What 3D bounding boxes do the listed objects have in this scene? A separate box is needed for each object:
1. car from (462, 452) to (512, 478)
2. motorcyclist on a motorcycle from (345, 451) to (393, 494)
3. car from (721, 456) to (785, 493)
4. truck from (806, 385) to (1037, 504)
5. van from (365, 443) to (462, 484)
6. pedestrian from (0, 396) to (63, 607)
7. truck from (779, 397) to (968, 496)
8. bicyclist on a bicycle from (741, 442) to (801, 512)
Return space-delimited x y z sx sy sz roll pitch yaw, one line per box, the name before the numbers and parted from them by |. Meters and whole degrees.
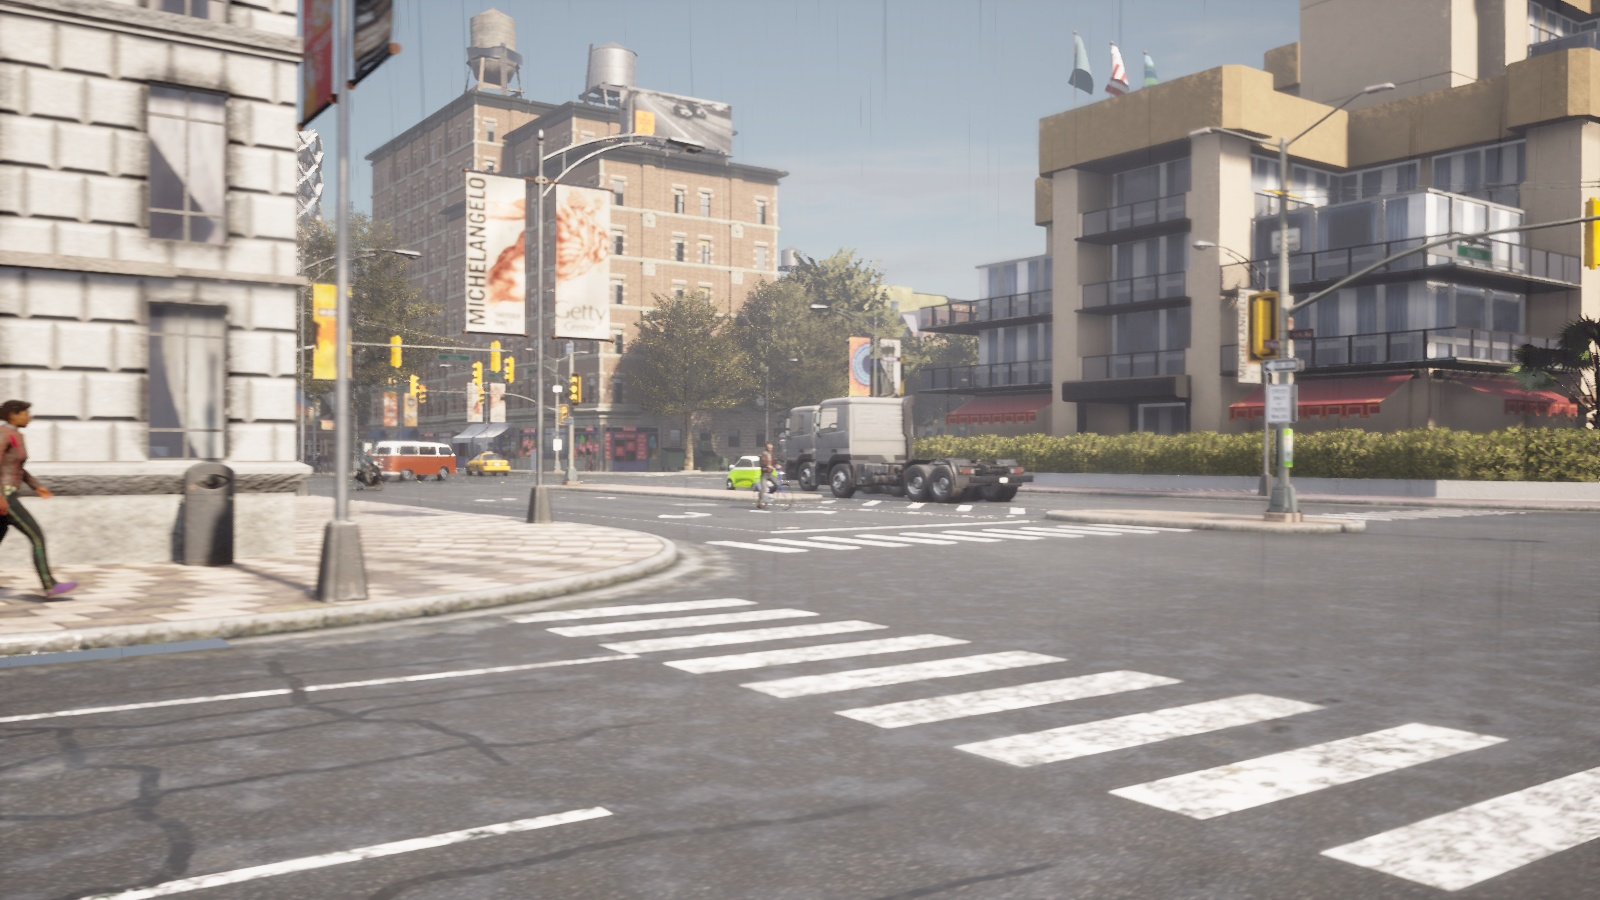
car | -19.829 0.920 79.434 1.801 1.575 5.366 0 0 -28
motorcyclist on a motorcycle | -16.368 0.850 47.710 1.817 1.590 0.866 0 1 39
car | -1.811 0.921 48.129 1.481 1.376 2.207 0 0 -35
truck | 3.685 -0.146 40.371 2.891 3.462 7.936 0 0 -35
van | -19.661 0.667 64.026 2.069 2.038 4.480 0 0 30
pedestrian | -6.916 0.443 10.904 0.869 1.805 0.328 0 0 -28
truck | 2.618 -0.125 47.931 2.891 3.462 7.936 0 0 -35
bicyclist on a bicycle | -0.774 0.697 32.828 0.659 1.776 1.843 0 0 -35
